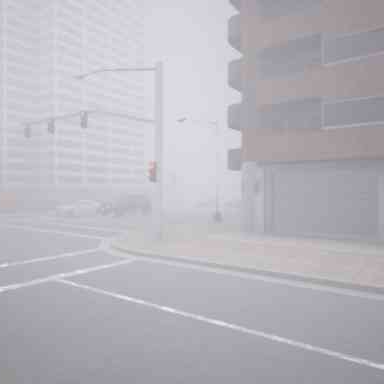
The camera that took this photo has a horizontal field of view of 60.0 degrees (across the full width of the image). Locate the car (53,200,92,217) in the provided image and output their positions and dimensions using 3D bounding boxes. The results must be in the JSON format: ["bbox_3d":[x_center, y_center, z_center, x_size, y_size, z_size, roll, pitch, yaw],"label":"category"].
[{"bbox_3d":[-10.281,1.462,30.387,1.812,1.442,4.674,0,0,35],"label":"car"}]

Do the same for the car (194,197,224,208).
[{"bbox_3d":[2.210,1.462,48.006,1.812,1.442,4.674,0,0,36],"label":"car"}]

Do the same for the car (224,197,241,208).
[{"bbox_3d":[6.531,1.493,48.025,2.033,1.411,5.357,0,0,35],"label":"car"}]

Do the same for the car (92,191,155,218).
[{"bbox_3d":[-5.973,1.166,30.467,2.150,2.045,5.566,0,0,35],"label":"car"}]
